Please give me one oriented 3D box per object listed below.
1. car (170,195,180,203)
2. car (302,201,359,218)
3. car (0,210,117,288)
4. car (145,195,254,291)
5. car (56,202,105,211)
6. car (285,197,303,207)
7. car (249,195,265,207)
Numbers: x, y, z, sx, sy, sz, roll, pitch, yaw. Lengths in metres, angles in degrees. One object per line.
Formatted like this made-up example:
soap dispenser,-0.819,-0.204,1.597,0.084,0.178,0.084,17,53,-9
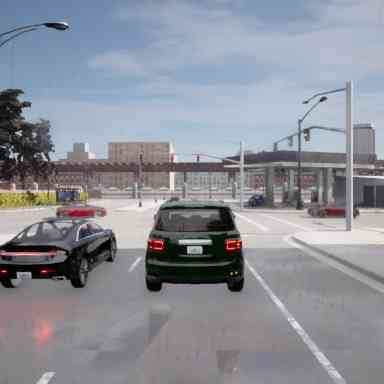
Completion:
car,-3.583,1.500,71.720,1.837,1.490,4.892,0,0,0
car,12.354,1.564,29.210,4.181,1.385,1.994,0,0,-1
car,-3.431,1.492,9.238,2.128,1.511,4.902,0,0,0
car,0.073,1.221,9.153,2.150,2.045,5.566,0,0,0
car,-9.508,1.564,28.495,4.181,1.385,1.994,0,0,-24
car,15.393,1.456,50.107,1.970,1.475,3.806,0,0,0
car,9.649,1.295,49.338,2.242,1.667,4.611,0,0,0
